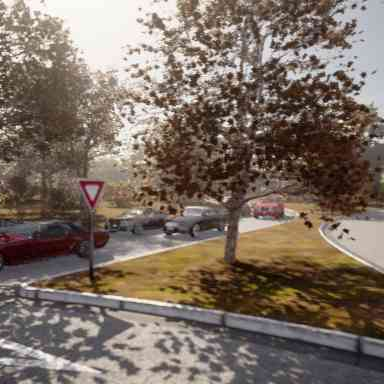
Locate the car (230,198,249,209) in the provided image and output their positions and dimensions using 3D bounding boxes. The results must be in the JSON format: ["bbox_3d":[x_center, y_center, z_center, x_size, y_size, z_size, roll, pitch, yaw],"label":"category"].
[{"bbox_3d":[7.264,1.714,51.307,1.882,1.535,5.008,0,0,-3],"label":"car"}]

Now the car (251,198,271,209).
[{"bbox_3d":[10.513,1.661,51.135,1.882,1.535,5.008,0,0,-3],"label":"car"}]

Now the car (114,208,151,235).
[{"bbox_3d":[-3.047,1.610,19.254,1.994,1.385,4.181,0,0,31],"label":"car"}]

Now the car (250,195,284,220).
[{"bbox_3d":[7.240,1.383,31.012,2.150,2.045,5.566,0,1,22],"label":"car"}]

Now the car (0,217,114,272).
[{"bbox_3d":[-5.112,1.613,10.737,1.895,1.301,4.718,0,0,38],"label":"car"}]

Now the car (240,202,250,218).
[{"bbox_3d":[4.719,1.741,33.400,2.033,1.411,5.357,0,0,19],"label":"car"}]

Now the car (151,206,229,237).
[{"bbox_3d":[0.239,1.535,18.352,2.128,1.511,4.902,0,-1,32],"label":"car"}]
